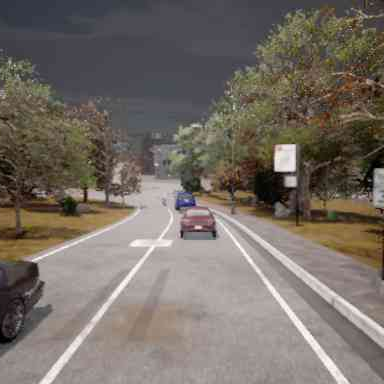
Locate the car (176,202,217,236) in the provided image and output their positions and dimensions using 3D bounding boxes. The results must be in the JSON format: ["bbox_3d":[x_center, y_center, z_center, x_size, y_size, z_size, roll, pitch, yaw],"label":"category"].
[{"bbox_3d":[0.304,1.487,17.891,1.812,1.442,4.674,0,0,0],"label":"car"}]

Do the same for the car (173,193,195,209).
[{"bbox_3d":[-0.901,1.068,38.730,2.150,2.045,5.566,-1,1,-7],"label":"car"}]

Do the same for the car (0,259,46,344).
[{"bbox_3d":[-3.561,1.531,3.654,2.033,1.411,5.357,0,0,1],"label":"car"}]
